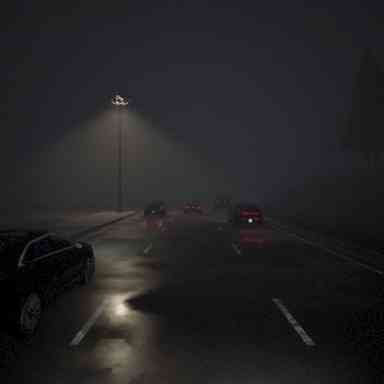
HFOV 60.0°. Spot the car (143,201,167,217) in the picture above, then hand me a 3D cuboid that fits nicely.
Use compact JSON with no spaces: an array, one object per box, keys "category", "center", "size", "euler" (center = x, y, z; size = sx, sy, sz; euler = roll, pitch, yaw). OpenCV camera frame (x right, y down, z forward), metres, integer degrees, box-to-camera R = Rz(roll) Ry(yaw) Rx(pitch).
[{"category":"car","center":[-3.392,1.525,31.292],"size":[1.812,1.442,4.674],"euler":[0,0,0]}]

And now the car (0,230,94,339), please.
[{"category":"car","center":[-3.400,1.492,6.571],"size":[2.128,1.511,4.902],"euler":[0,0,0]}]

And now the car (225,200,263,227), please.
[{"category":"car","center":[3.606,1.504,22.948],"size":[1.837,1.490,4.892],"euler":[0,0,0]}]

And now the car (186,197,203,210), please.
[{"category":"car","center":[0.374,1.491,44.579],"size":[2.128,1.511,4.902],"euler":[0,0,3]}]

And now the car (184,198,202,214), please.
[{"category":"car","center":[0.115,1.547,34.830],"size":[2.033,1.411,5.357],"euler":[0,0,0]}]

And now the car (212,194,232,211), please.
[{"category":"car","center":[3.678,1.223,40.019],"size":[2.150,2.045,5.566],"euler":[0,0,1]}]
